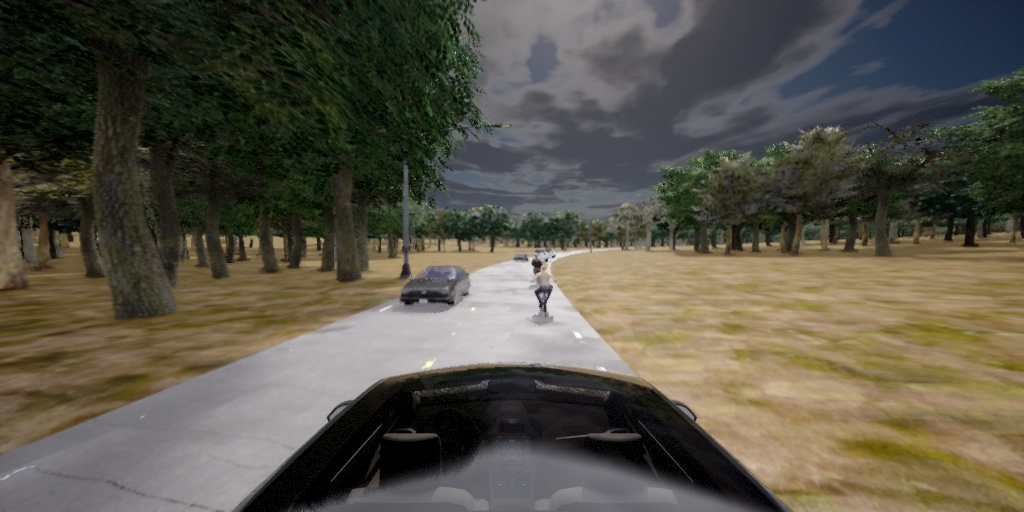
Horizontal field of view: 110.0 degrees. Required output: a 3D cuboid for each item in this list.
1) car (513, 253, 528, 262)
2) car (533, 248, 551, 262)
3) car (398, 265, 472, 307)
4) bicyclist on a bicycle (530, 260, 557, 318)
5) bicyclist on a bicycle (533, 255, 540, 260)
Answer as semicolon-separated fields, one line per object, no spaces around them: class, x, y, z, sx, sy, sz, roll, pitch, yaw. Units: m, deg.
car;1.430;0.144;56.389;1.994;1.385;4.181;1;2;9
car;4.483;-0.155;55.617;2.150;2.045;5.566;1;2;9
car;-2.812;1.069;14.479;2.033;1.411;5.357;0;1;2
bicyclist on a bicycle;0.999;1.030;11.152;0.866;1.612;1.509;0;0;2
bicyclist on a bicycle;1.413;0.797;20.615;0.659;1.776;1.843;0;1;3
